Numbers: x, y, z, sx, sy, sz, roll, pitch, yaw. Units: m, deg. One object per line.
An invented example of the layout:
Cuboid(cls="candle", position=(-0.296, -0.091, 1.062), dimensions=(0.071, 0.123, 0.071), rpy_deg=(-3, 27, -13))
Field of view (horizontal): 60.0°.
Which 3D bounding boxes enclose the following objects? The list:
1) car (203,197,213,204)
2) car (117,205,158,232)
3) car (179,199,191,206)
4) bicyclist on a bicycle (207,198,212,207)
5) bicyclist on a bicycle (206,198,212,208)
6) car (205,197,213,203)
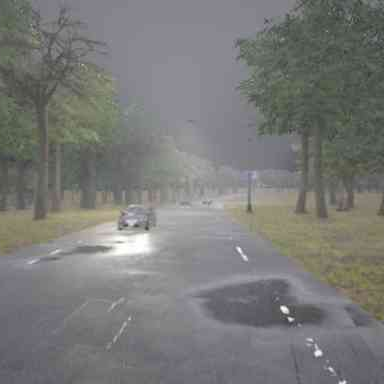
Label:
Cuboid(cls="car", position=(3.404, 2.103, 74.659), dimensions=(1.895, 1.301, 4.718), rpy_deg=(0, -1, 5))
Cuboid(cls="car", position=(-3.302, 1.550, 20.860), dimensions=(2.128, 1.511, 4.902), rpy_deg=(0, 0, 2))
Cuboid(cls="car", position=(-1.178, 1.923, 61.905), dimensions=(2.033, 1.411, 5.357), rpy_deg=(0, -1, 5))
Cuboid(cls="bicyclist on a bicycle", position=(3.153, 1.799, 59.576), dimensions=(0.866, 1.612, 1.509), rpy_deg=(0, -1, 4))
Cuboid(cls="bicyclist on a bicycle", position=(2.581, 1.721, 50.944), dimensions=(0.866, 1.612, 1.509), rpy_deg=(0, -1, 4))
Cuboid(cls="car", position=(4.384, 2.061, 85.161), dimensions=(1.994, 1.385, 4.181), rpy_deg=(0, -1, 6))
